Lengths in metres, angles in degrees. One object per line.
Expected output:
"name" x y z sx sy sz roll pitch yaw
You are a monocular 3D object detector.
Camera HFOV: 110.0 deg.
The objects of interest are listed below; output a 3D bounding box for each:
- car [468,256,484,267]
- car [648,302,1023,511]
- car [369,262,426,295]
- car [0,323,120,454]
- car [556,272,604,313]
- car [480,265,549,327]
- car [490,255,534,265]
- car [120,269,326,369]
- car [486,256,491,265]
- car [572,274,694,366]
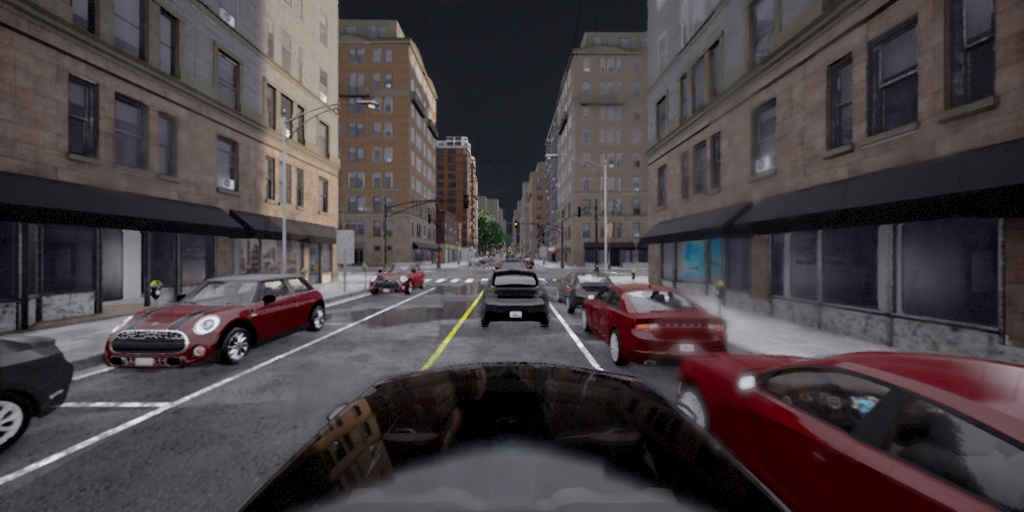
"car" -5.988 0.948 57.054 2.007 1.370 4.403 0 0 -1
"car" 2.670 1.291 2.223 1.888 1.381 4.507 0 0 0
"car" -5.856 1.073 18.694 1.967 1.591 4.097 0 0 0
"car" -5.857 1.296 2.215 2.007 1.370 4.403 0 0 0
"car" 2.669 1.221 13.205 2.007 1.370 4.403 0 0 0
"car" 0.061 1.188 11.240 1.837 1.490 4.892 0 0 -1
"car" 0.097 0.976 20.034 2.097 1.767 4.553 0 0 0
"car" -5.857 1.147 7.707 1.967 1.591 4.097 0 0 0
"car" -3.228 0.959 64.841 1.895 1.301 4.718 0 0 0
"car" 2.670 1.253 7.714 1.888 1.381 4.507 0 0 0
